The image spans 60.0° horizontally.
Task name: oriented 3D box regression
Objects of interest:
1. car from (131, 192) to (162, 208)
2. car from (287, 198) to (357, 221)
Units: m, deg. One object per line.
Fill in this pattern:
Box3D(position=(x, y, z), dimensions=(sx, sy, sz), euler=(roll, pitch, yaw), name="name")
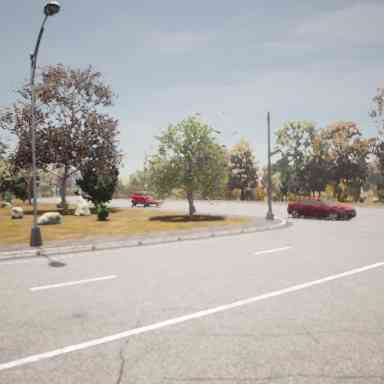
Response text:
Box3D(position=(-6.069, 0.970, 44.189), dimensions=(2.150, 2.045, 5.566), euler=(-2, 1, -39), name="car")
Box3D(position=(9.333, 1.209, 24.241), dimensions=(1.882, 1.535, 5.008), euler=(-1, 1, -35), name="car")
